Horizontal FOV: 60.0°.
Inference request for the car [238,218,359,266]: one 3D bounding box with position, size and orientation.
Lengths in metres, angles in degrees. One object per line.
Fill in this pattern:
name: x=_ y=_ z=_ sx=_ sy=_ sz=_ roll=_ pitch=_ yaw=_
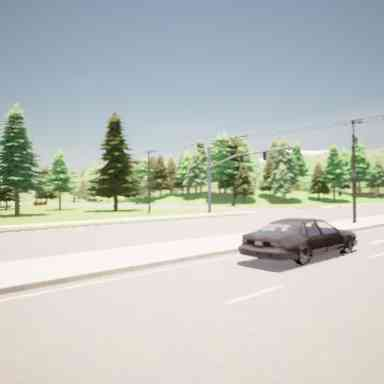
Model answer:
car: x=4.000 y=1.643 z=12.030 sx=5.357 sy=1.411 sz=2.033 roll=0 pitch=-1 yaw=-40
